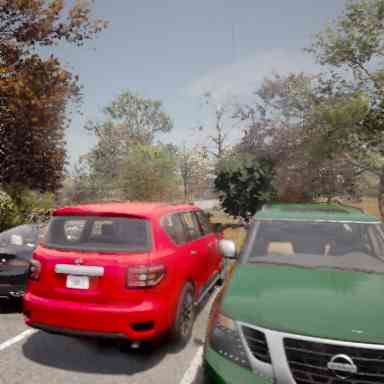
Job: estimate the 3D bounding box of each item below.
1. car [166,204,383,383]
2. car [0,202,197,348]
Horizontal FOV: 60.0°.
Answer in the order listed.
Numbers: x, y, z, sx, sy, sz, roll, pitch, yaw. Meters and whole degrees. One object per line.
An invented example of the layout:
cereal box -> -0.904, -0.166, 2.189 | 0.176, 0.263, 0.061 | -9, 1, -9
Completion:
car -> 1.728, 1.234, 4.859 | 2.435, 2.045, 5.566 | 1, 0, 15
car -> -0.696, 1.222, 6.632 | 2.435, 2.045, 5.566 | 0, -1, 15
